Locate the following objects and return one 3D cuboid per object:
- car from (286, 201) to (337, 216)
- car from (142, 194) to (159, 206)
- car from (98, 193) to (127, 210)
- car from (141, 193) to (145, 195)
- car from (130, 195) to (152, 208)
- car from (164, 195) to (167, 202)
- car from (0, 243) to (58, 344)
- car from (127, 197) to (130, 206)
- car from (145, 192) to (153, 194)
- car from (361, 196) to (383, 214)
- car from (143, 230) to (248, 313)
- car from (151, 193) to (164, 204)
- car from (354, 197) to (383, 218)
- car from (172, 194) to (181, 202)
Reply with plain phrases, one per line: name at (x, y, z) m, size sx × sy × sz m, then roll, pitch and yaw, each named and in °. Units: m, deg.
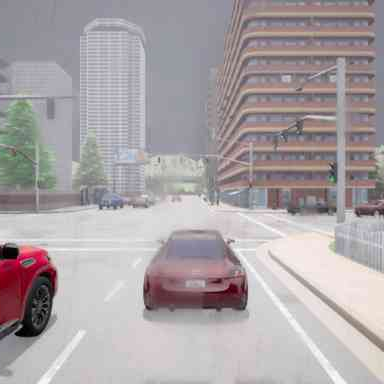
car at (11.395, 1.545, 31.343) m, size 4.718 × 1.301 × 1.895 m, roll 0°, pitch 0°, yaw -12°
car at (-7.138, 1.525, 55.762) m, size 1.812 × 1.442 × 4.674 m, roll 0°, pitch 0°, yaw 0°
car at (-10.615, 1.221, 44.048) m, size 2.150 × 2.045 × 5.566 m, roll 0°, pitch 0°, yaw 2°
car at (-10.602, 1.504, 64.235) m, size 1.837 × 1.490 × 4.892 m, roll 0°, pitch 0°, yaw 0°
car at (-7.124, 1.525, 46.905) m, size 1.812 × 1.442 × 4.674 m, roll 0°, pitch 0°, yaw -2°
car at (-7.071, 1.489, 78.963) m, size 1.837 × 1.490 × 4.892 m, roll 0°, pitch 0°, yaw 0°
car at (-3.434, 1.221, 3.496) m, size 2.150 × 2.045 × 5.566 m, roll 0°, pitch 0°, yaw 0°
car at (-10.638, 1.525, 53.803) m, size 1.812 × 1.442 × 4.674 m, roll 0°, pitch 0°, yaw 0°
car at (-10.567, 1.224, 74.763) m, size 2.150 × 2.045 × 5.566 m, roll 0°, pitch 0°, yaw 0°
car at (19.834, 1.296, 34.194) m, size 4.553 × 1.767 × 2.097 m, roll 0°, pitch 0°, yaw -27°
car at (0.086, 1.564, 7.775) m, size 1.994 × 1.385 × 4.181 m, roll 0°, pitch 0°, yaw 1°
car at (-7.093, 1.525, 66.025) m, size 1.812 × 1.442 × 4.674 m, roll 0°, pitch 0°, yaw 0°
car at (16.552, 1.422, 29.075) m, size 5.008 × 1.535 × 1.882 m, roll 0°, pitch 0°, yaw -20°
car at (-3.570, 1.354, 77.687) m, size 2.097 × 1.767 × 4.553 m, roll 0°, pitch 0°, yaw 0°
